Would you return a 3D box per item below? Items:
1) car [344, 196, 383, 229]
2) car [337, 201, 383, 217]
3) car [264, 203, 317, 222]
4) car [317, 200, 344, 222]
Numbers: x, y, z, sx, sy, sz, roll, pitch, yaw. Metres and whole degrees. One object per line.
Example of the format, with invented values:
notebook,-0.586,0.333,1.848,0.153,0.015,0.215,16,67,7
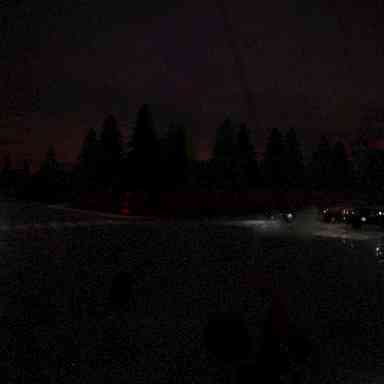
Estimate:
car,12.492,1.269,21.473,5.566,2.045,2.150,0,0,-36
car,16.987,1.618,33.268,5.357,1.411,2.033,0,0,-35
car,8.218,1.595,27.063,5.357,1.411,2.033,0,0,-39
car,12.072,1.404,25.470,4.553,1.767,2.097,0,0,-35
